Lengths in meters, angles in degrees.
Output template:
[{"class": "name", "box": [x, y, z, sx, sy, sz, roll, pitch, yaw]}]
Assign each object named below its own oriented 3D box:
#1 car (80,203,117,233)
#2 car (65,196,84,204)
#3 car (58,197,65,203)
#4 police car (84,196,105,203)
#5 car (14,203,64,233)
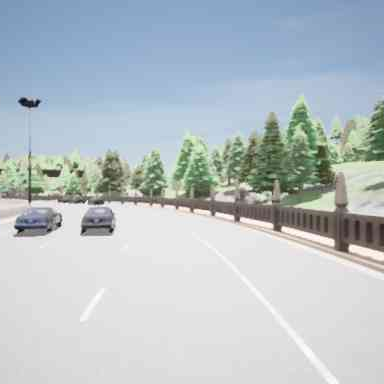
[{"class": "car", "box": [-5.684, 1.616, 20.466, 2.033, 1.411, 5.357, 0, 0, -12]}, {"class": "car", "box": [-23.895, 1.600, 69.021, 2.097, 1.767, 4.553, 0, 0, -39]}, {"class": "car", "box": [-28.226, 1.803, 74.015, 1.812, 1.442, 4.674, 0, 0, -43]}, {"class": "police car", "box": [-17.465, 1.630, 60.311, 1.930, 1.638, 5.238, 0, 0, -34]}, {"class": "car", "box": [-9.221, 1.629, 20.335, 2.033, 1.411, 5.357, 0, 0, -12]}]
